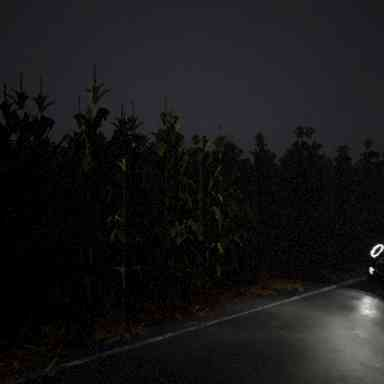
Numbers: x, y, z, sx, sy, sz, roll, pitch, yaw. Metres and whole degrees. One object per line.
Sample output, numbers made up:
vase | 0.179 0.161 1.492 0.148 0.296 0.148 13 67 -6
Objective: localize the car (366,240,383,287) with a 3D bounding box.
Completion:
car | 6.248 1.352 8.121 4.553 1.767 2.097 0 0 -36
